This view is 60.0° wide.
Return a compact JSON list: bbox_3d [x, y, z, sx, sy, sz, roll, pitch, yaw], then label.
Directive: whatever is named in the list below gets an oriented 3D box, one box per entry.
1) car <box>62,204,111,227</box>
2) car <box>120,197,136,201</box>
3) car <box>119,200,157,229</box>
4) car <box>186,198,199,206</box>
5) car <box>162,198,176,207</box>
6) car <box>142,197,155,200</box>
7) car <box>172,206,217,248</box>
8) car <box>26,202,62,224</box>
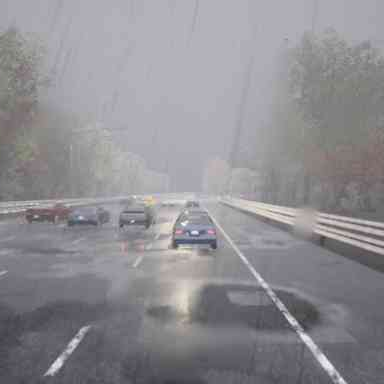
[{"bbox_3d":[-6.905,1.565,22.683,1.994,1.385,4.181,0,0,0],"label":"car"},{"bbox_3d":[-10.413,1.512,54.153,1.837,1.490,4.892,0,0,0],"label":"car"},{"bbox_3d":[-3.405,1.493,21.418,2.128,1.511,4.902,0,0,0],"label":"car"},{"bbox_3d":[0.091,1.610,50.093,1.895,1.301,4.718,0,0,0],"label":"car"},{"bbox_3d":[-3.412,1.609,50.036,1.895,1.301,4.718,0,0,0],"label":"car"},{"bbox_3d":[-6.911,1.485,52.815,1.882,1.535,5.008,0,0,0],"label":"car"},{"bbox_3d":[0.099,1.549,14.831,2.033,1.411,5.357,0,0,0],"label":"car"},{"bbox_3d":[-10.405,1.477,24.706,1.882,1.535,5.008,0,0,0],"label":"car"}]
